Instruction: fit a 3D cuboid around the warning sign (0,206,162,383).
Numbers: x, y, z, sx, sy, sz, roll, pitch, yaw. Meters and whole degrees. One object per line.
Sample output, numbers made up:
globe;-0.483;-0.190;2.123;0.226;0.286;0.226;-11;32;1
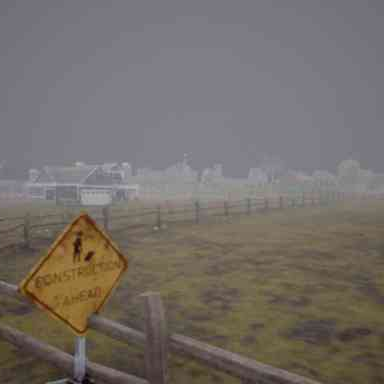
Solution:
warning sign;-1.142;1.111;3.397;1.060;1.860;1.300;0;0;36
